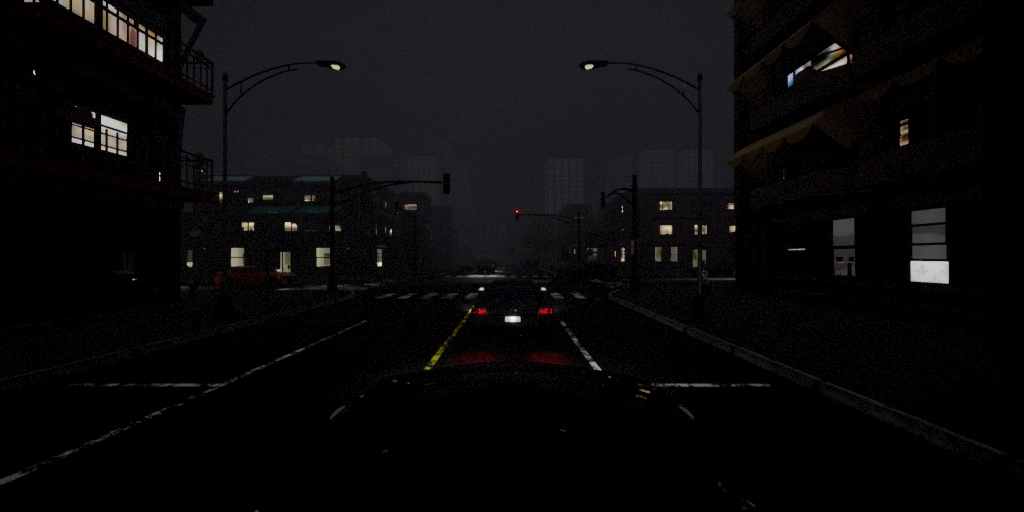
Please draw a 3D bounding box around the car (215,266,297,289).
[{"bbox_3d":[-17.776,1.420,25.055,5.008,1.535,1.882,-1,0,0],"label":"car"}]

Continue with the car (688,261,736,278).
[{"bbox_3d":[17.522,1.113,30.832,4.313,1.339,1.948,0,0,0],"label":"car"}]

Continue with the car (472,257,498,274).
[{"bbox_3d":[-3.001,1.117,40.711,2.097,1.767,4.553,0,0,-2],"label":"car"}]

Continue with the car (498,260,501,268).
[{"bbox_3d":[-3.051,1.324,51.410,2.033,1.411,5.357,0,0,0],"label":"car"}]

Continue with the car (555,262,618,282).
[{"bbox_3d":[5.832,1.204,28.246,4.902,1.511,2.128,-1,0,0],"label":"car"}]

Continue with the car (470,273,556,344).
[{"bbox_3d":[0.016,1.315,9.647,1.994,1.385,4.181,0,0,0],"label":"car"}]

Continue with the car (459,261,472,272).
[{"bbox_3d":[-5.738,1.316,46.525,1.888,1.381,4.507,0,0,0],"label":"car"}]

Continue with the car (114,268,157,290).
[{"bbox_3d":[-27.686,1.586,25.059,4.674,1.442,1.812,0,0,0],"label":"car"}]

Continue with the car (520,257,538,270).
[{"bbox_3d":[2.735,1.092,52.039,2.192,1.841,5.009,0,0,0],"label":"car"}]
